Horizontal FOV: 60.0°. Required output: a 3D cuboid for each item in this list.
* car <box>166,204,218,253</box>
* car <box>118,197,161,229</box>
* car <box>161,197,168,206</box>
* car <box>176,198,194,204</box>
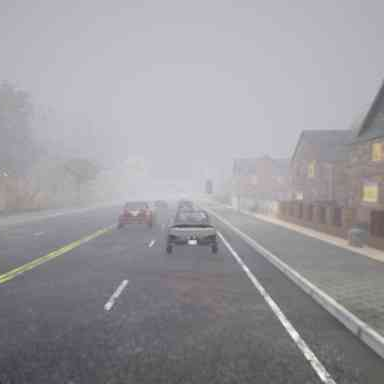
[{"bbox_3d":[-0.018,1.483,13.659,2.128,1.511,4.902,0,0,-1],"label":"car"},{"bbox_3d":[-3.440,1.343,21.881,2.097,1.767,4.553,0,0,-1],"label":"car"},{"bbox_3d":[-4.419,1.503,47.417,1.812,1.442,4.674,0,0,-3],"label":"car"},{"bbox_3d":[-0.879,1.479,41.628,1.837,1.490,4.892,0,0,-3],"label":"car"}]
